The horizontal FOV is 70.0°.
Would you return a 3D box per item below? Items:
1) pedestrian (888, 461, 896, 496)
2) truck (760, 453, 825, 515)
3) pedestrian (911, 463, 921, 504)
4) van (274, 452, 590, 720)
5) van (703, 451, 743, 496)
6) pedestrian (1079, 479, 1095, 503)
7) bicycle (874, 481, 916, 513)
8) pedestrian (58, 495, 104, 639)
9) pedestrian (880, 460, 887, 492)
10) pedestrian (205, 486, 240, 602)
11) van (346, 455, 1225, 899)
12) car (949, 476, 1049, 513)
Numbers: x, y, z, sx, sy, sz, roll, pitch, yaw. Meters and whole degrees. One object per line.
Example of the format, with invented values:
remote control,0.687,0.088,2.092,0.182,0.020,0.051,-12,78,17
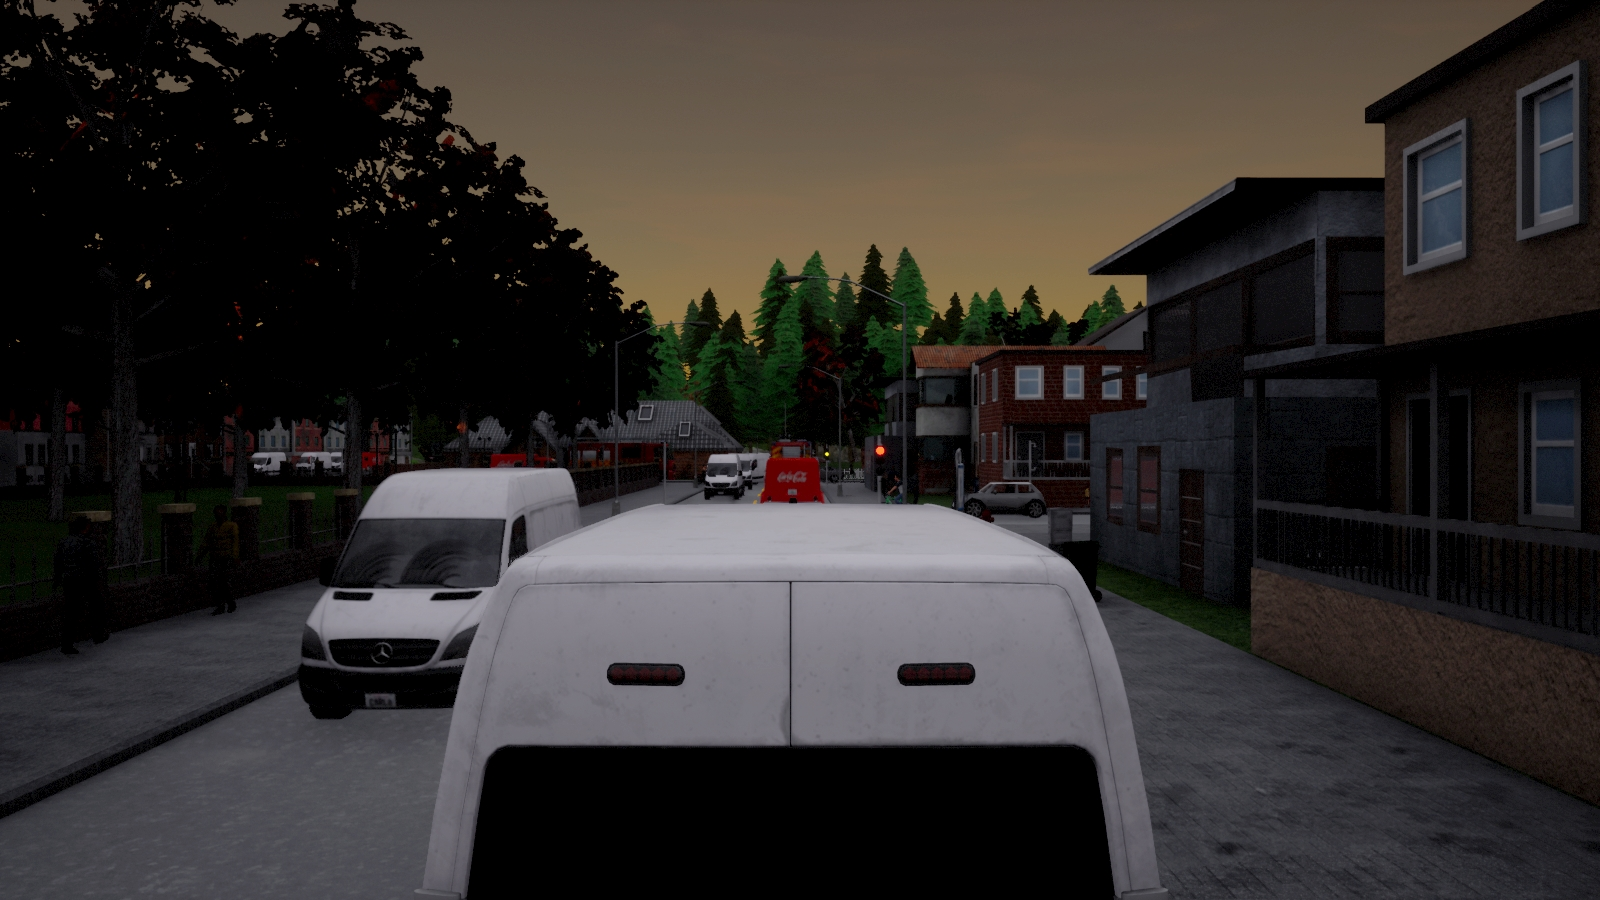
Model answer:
pedestrian,4.892,1.517,60.623,0.375,1.860,0.375,0,0,-1
truck,-0.321,1.347,48.194,2.627,2.467,5.204,0,0,0
pedestrian,5.307,1.516,52.274,0.375,1.860,0.375,0,0,24
van,-4.082,1.314,13.937,1.988,2.561,5.915,0,0,0
van,-4.457,1.314,66.858,1.988,2.561,5.915,0,0,0
pedestrian,13.231,1.896,52.684,0.500,1.100,0.500,0,0,-14
bicycle,3.915,1.936,47.094,1.643,1.296,0.373,0,0,-6
pedestrian,-9.439,1.525,15.003,0.375,1.860,0.375,0,0,0
pedestrian,4.848,1.524,66.597,0.375,1.860,0.375,0,0,-1
pedestrian,-9.434,1.525,18.680,0.375,1.860,0.375,0,0,3
van,-0.041,1.314,5.541,1.988,2.561,5.915,0,0,0
car,8.223,1.844,47.485,3.806,1.475,1.970,0,0,-1
